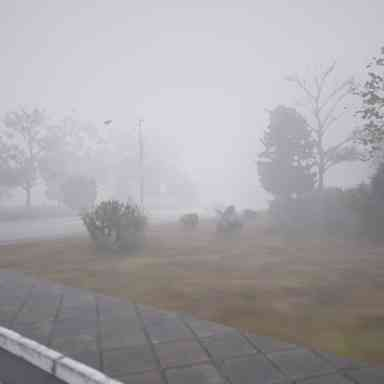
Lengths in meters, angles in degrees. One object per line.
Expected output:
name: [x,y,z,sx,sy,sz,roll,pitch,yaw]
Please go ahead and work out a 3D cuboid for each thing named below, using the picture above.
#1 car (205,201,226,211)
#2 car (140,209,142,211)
car: [3.868,2.274,54.848,2.128,1.511,4.902,-2,-2,32]
car: [-7.529,2.251,36.853,1.895,1.301,4.718,-2,-2,32]
